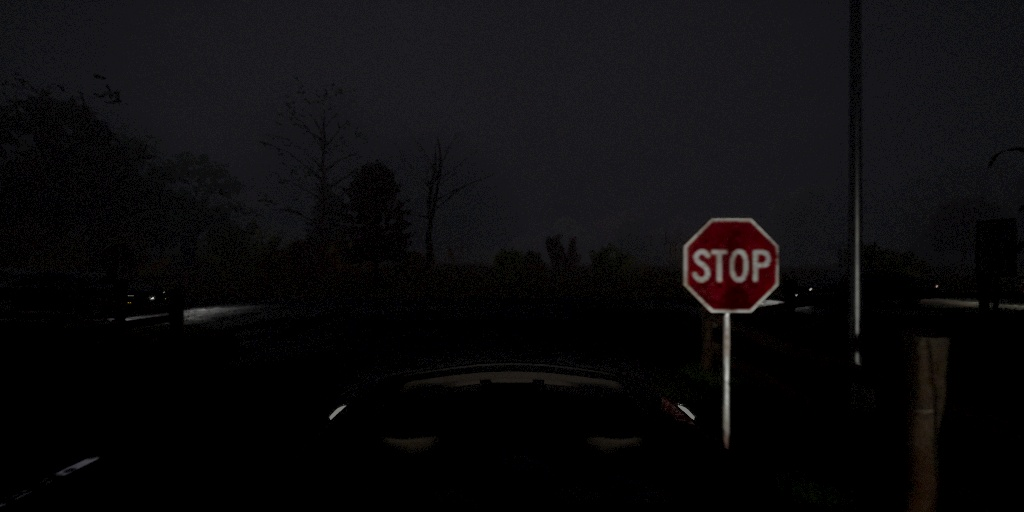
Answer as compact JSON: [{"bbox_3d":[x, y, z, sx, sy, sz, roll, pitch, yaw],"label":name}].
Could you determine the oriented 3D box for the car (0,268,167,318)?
[{"bbox_3d":[-15.005,1.265,12.572,4.892,1.490,1.837,0,0,1],"label":"car"}]

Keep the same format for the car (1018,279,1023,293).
[{"bbox_3d":[24.517,1.145,14.965,5.008,1.535,1.882,0,0,1],"label":"car"}]

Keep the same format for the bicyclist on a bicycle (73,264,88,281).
[{"bbox_3d":[-22.415,1.219,18.650,0.582,1.620,1.656,0,0,1],"label":"bicyclist on a bicycle"}]

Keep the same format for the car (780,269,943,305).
[{"bbox_3d":[14.576,1.241,15.106,5.357,1.411,2.033,0,0,1],"label":"car"}]
